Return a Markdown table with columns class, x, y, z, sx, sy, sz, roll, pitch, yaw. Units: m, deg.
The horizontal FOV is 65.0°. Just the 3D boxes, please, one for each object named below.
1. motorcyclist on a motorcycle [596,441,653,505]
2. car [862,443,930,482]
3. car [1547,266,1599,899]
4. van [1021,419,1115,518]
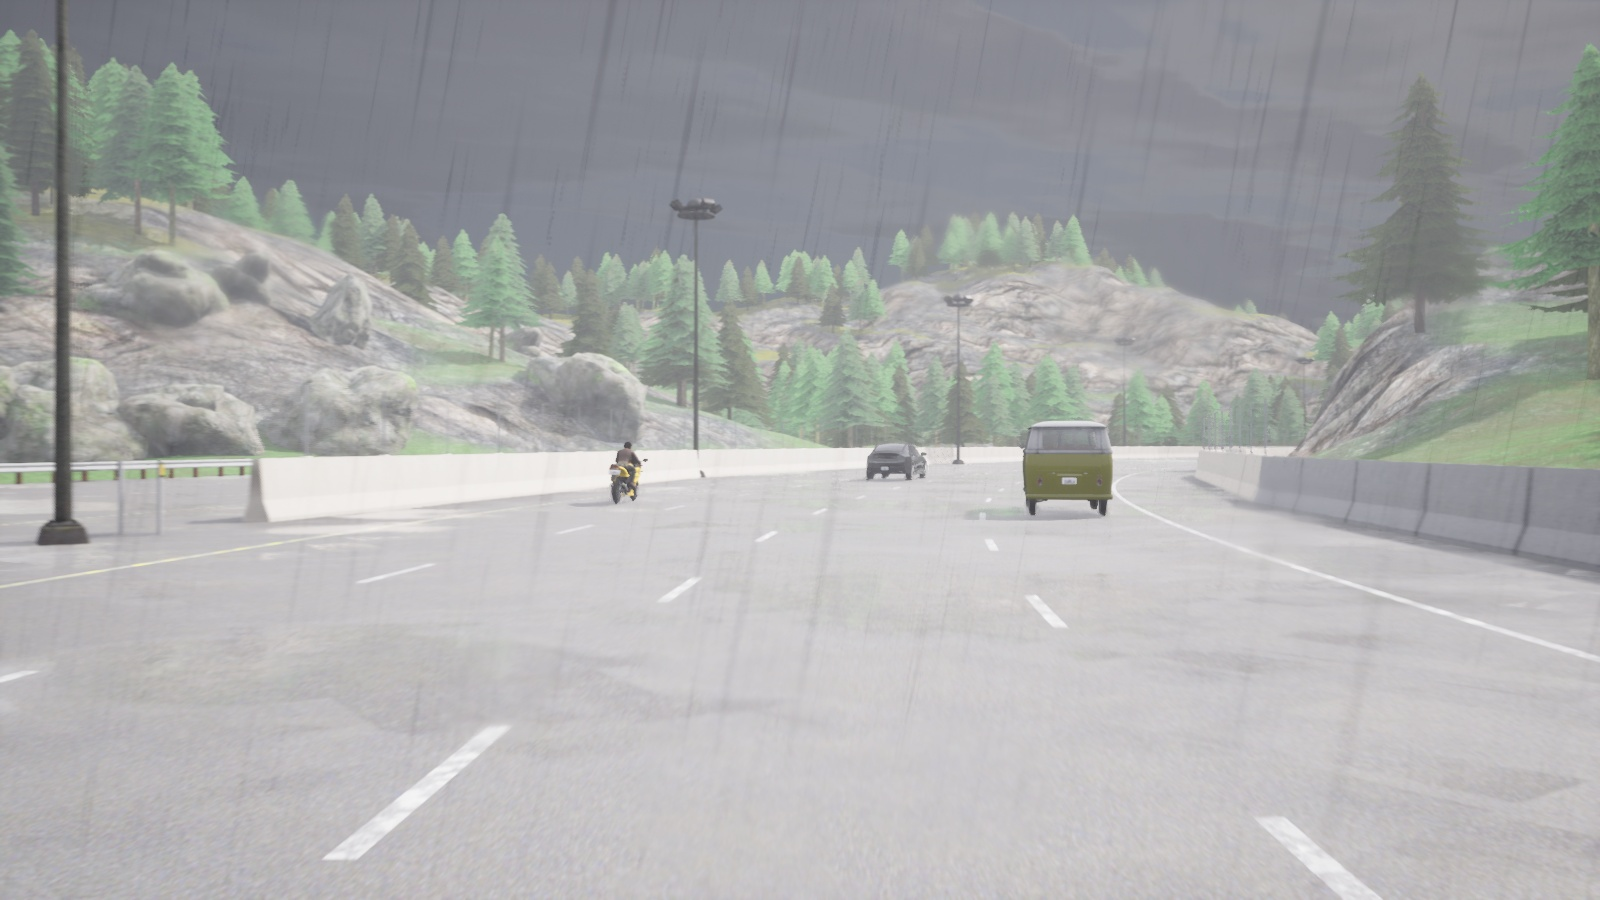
| class | x | y | z | sx | sy | sz | roll | pitch | yaw |
| --- | --- | --- | --- | --- | --- | --- | --- | --- | --- |
| motorcyclist on a motorcycle | -4.316 | 0.542 | 31.022 | 0.797 | 1.523 | 2.044 | 1 | 0 | 10 |
| car | 3.990 | 0.475 | 51.590 | 1.837 | 1.490 | 4.892 | 0 | 0 | 16 |
| car | 3.525 | 0.468 | 1.386 | 2.150 | 2.045 | 5.566 | 0 | 0 | 1 |
| van | 5.809 | 0.362 | 27.622 | 1.775 | 1.987 | 4.442 | 0 | 0 | 9 |
